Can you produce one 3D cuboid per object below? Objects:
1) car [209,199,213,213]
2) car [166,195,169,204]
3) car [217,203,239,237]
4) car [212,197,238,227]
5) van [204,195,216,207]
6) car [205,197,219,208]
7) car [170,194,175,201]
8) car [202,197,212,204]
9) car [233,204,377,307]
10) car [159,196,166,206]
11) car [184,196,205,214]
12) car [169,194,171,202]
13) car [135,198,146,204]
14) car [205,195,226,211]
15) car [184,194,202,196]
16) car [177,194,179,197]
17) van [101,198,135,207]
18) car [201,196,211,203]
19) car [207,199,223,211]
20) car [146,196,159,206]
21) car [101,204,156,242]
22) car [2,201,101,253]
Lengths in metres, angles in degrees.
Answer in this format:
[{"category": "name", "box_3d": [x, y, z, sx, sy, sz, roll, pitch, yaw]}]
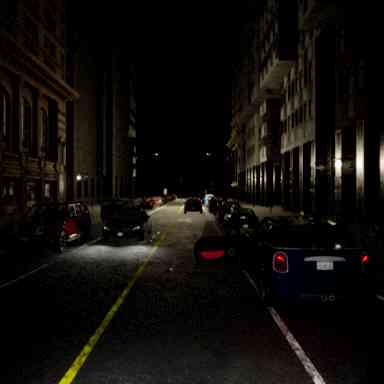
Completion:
[{"category": "car", "box_3d": [2.827, 1.582, 30.712, 1.802, 1.307, 4.206, 0, 0, 0]}, {"category": "car", "box_3d": [-5.641, 1.593, 58.724, 1.802, 1.307, 4.206, 0, 0, 0]}, {"category": "car", "box_3d": [2.804, 1.549, 19.508, 2.008, 1.369, 4.403, 0, 0, 0]}, {"category": "car", "box_3d": [2.815, 1.439, 25.111, 1.967, 1.590, 4.097, 0, 0, 0]}, {"category": "van", "box_3d": [2.873, 1.350, 53.121, 1.690, 1.788, 3.998, 0, 0, 0]}, {"category": "car", "box_3d": [2.861, 1.531, 47.689, 1.752, 1.417, 4.829, 0, 0, 0]}, {"category": "car", "box_3d": [-5.607, 1.571, 75.530, 2.008, 1.369, 4.403, 0, 0, 0]}, {"category": "car", "box_3d": [2.895, 1.596, 64.326, 1.802, 1.307, 4.206, 0, 0, 0]}, {"category": "car", "box_3d": [2.404, 1.350, 8.126, 2.097, 1.767, 4.553, 0, 0, 0]}, {"category": "car", "box_3d": [-5.652, 1.448, 53.123, 1.967, 1.590, 4.097, 0, 0, 0]}, {"category": "car", "box_3d": [0.139, 1.479, 35.583, 1.882, 1.535, 5.008, 0, 0, 0]}, {"category": "car", "box_3d": [-5.630, 1.580, 64.326, 1.947, 1.339, 4.313, 0, 0, 0]}, {"category": "car", "box_3d": [-5.699, 1.525, 30.546, 1.752, 1.417, 4.829, 0, 0, 0]}, {"category": "car", "box_3d": [2.839, 1.317, 36.315, 2.192, 1.841, 5.009, 0, 0, 0]}, {"category": "car", "box_3d": [0.108, 1.483, 46.531, 1.882, 1.535, 5.008, 0, 0, 0]}, {"category": "car", "box_3d": [-5.571, 1.347, 92.336, 2.192, 1.841, 5.009, 0, 0, 0]}, {"category": "van", "box_3d": [-5.709, 1.340, 25.114, 1.690, 1.788, 3.998, 0, 0, 0]}, {"category": "car", "box_3d": [2.907, 1.599, 69.927, 1.802, 1.307, 4.206, 0, 0, 0]}, {"category": "car", "box_3d": [2.849, 1.586, 41.917, 1.802, 1.307, 4.206, 0, 0, 0]}, {"category": "car", "box_3d": [-5.675, 1.444, 41.920, 1.967, 1.590, 4.097, 0, 0, 0]}, {"category": "car", "box_3d": [-3.054, 1.523, 16.459, 1.812, 1.442, 4.674, 0, 0, 0]}, {"category": "car", "box_3d": [-5.732, 1.313, 13.911, 2.192, 1.841, 5.009, 0, 0, 0]}]
